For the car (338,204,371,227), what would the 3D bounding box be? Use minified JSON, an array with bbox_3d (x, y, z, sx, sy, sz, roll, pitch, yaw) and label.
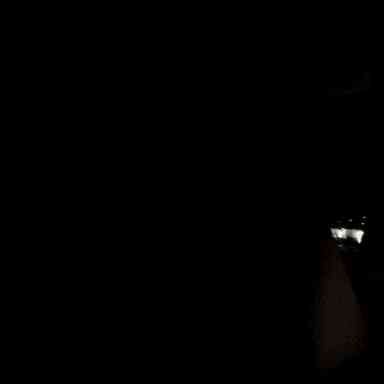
[{"bbox_3d":[10.719,1.428,20.241,4.181,1.385,1.994,0,0,-35],"label":"car"}]
